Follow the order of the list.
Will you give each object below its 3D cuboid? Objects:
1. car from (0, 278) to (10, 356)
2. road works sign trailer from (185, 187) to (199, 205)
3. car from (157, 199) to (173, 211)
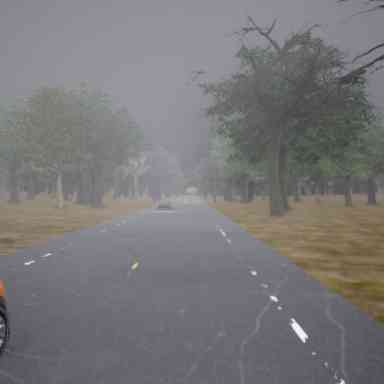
[{"bbox_3d":[-3.600,1.361,2.735,2.097,1.767,4.553,0,0,0],"label":"car"},{"bbox_3d":[-0.040,0.716,65.938,2.380,3.560,2.880,0,0,0],"label":"road works sign trailer"},{"bbox_3d":[-3.604,1.712,44.857,2.033,1.411,5.357,0,0,0],"label":"car"}]
